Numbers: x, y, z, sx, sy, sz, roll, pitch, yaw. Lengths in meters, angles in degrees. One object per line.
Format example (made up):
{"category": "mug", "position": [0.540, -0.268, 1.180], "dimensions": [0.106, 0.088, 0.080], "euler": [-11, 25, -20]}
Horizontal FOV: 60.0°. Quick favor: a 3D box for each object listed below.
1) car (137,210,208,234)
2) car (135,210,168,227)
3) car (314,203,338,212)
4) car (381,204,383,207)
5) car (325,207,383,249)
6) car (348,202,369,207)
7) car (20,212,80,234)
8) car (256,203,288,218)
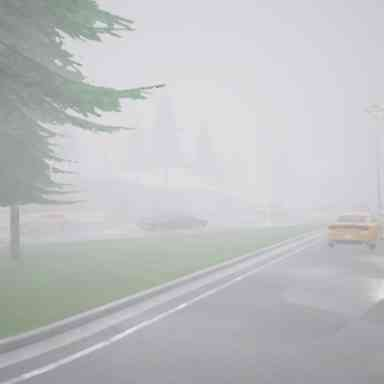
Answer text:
{"category": "car", "position": [-1.260, 2.241, 24.257], "dimensions": [4.718, 1.301, 1.895], "euler": [0, -2, -28]}
{"category": "car", "position": [-2.318, 2.239, 27.682], "dimensions": [4.902, 1.511, 2.128], "euler": [0, -2, -29]}
{"category": "car", "position": [20.829, 2.404, 51.442], "dimensions": [5.357, 1.411, 2.033], "euler": [0, -2, -43]}
{"category": "car", "position": [29.949, 2.206, 50.447], "dimensions": [4.181, 1.385, 1.994], "euler": [0, -2, -43]}
{"category": "car", "position": [7.950, 1.720, 15.971], "dimensions": [1.882, 1.535, 5.008], "euler": [-2, -2, 35]}
{"category": "car", "position": [25.592, 2.242, 51.156], "dimensions": [4.902, 1.511, 2.128], "euler": [0, -2, -43]}
{"category": "car", "position": [-11.650, 2.393, 26.670], "dimensions": [5.008, 1.535, 1.882], "euler": [0, -2, -28]}
{"category": "car", "position": [9.908, 2.178, 41.106], "dimensions": [4.553, 1.767, 2.097], "euler": [0, -2, -43]}
